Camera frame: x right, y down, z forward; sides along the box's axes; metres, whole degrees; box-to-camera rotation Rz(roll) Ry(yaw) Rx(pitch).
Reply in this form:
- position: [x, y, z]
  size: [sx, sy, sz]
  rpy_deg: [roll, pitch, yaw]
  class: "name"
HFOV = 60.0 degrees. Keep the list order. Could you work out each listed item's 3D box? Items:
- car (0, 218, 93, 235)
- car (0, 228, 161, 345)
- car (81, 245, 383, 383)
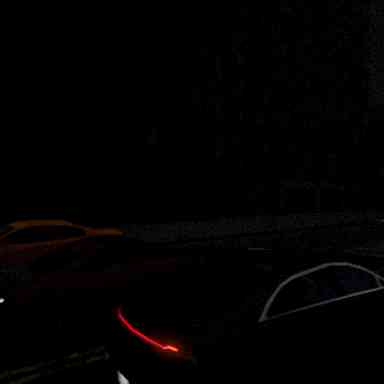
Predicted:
- position: [-4.239, 1.478, 8.647]
  size: [5.008, 1.535, 1.882]
  rpy_deg: [0, 0, -35]
  class: "car"
- position: [-1.755, 1.565, 6.426]
  size: [4.181, 1.385, 1.994]
  rpy_deg: [0, 0, -35]
  class: "car"
- position: [1.359, 1.493, 4.407]
  size: [4.902, 1.511, 2.128]
  rpy_deg: [0, 0, -36]
  class: "car"
